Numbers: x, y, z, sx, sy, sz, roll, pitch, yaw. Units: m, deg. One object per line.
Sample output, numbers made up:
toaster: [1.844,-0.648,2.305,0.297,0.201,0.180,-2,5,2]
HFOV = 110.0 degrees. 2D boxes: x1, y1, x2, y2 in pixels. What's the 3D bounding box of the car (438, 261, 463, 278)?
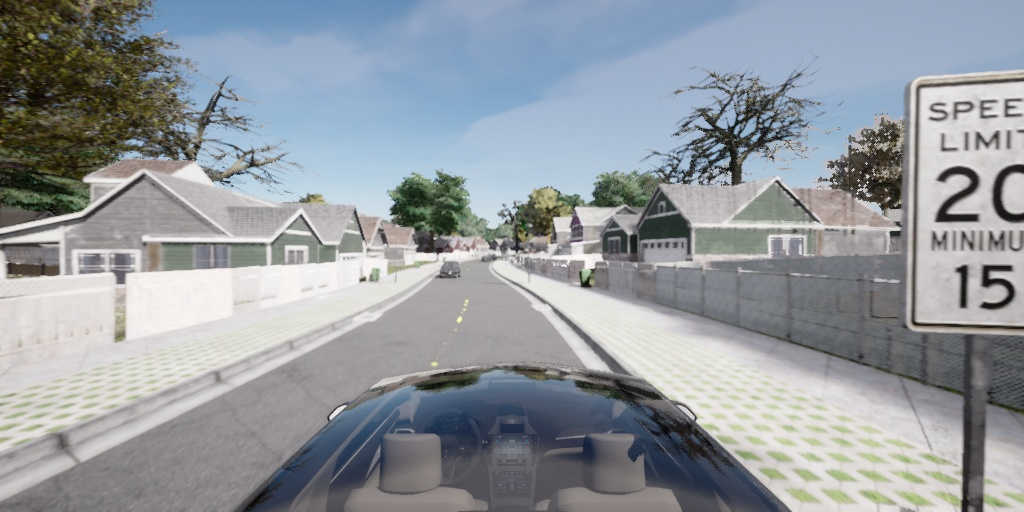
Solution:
car: [-5.527,1.179,32.469,1.837,1.490,4.892,0,0,-8]
